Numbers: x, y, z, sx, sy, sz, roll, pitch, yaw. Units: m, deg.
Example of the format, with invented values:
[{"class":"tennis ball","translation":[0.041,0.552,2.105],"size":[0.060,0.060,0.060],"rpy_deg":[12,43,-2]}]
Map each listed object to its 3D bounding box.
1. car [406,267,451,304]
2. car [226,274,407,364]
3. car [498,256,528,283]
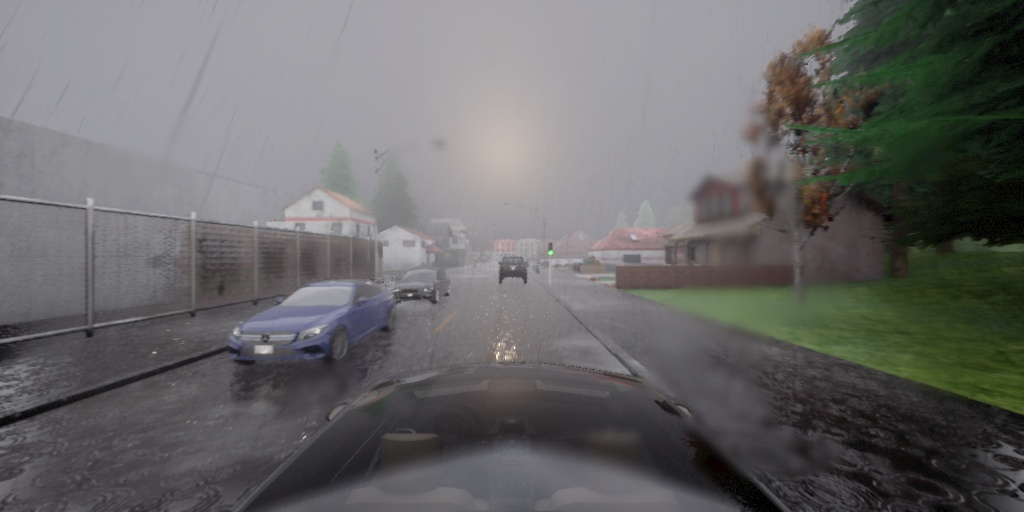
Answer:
[{"class":"car","translation":[-4.017,1.282,16.536],"size":[1.837,1.490,4.892],"rpy_deg":[0,0,0]},{"class":"car","translation":[-4.098,1.295,8.265],"size":[1.812,1.442,4.674],"rpy_deg":[0,0,0]},{"class":"car","translation":[0.071,0.991,28.658],"size":[2.150,2.045,5.566],"rpy_deg":[0,0,0]}]
